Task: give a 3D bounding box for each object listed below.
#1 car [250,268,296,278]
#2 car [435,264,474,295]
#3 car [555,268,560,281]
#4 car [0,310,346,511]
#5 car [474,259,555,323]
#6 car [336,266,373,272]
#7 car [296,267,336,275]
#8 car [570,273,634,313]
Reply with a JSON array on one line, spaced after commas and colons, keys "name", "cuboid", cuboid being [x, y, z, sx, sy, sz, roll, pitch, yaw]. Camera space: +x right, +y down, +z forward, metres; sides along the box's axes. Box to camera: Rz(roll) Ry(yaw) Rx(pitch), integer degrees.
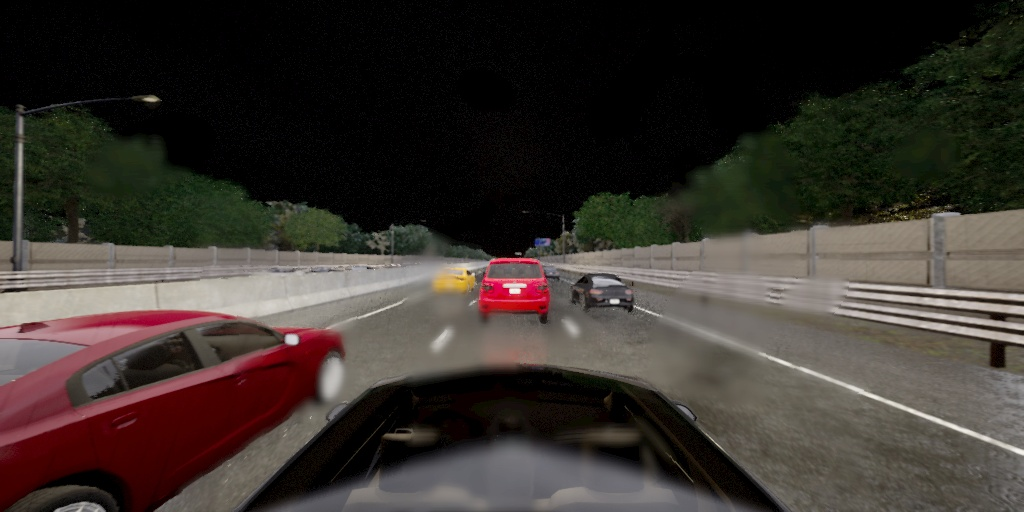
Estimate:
[{"name": "car", "cuboid": [-21.051, 1.736, 32.221, 1.895, 1.301, 4.718, 0, -1, 0]}, {"name": "car", "cuboid": [-3.373, 1.484, 21.929, 1.882, 1.535, 5.008, 0, -1, 0]}, {"name": "car", "cuboid": [3.654, 1.733, 36.155, 2.033, 1.411, 5.357, 0, -1, 0]}, {"name": "car", "cuboid": [-3.400, 1.249, 3.360, 1.882, 1.535, 5.008, 0, -1, 0]}, {"name": "car", "cuboid": [0.096, 1.116, 12.933, 2.150, 2.045, 5.566, 0, 0, 0]}, {"name": "car", "cuboid": [-14.049, 1.673, 33.192, 1.812, 1.442, 4.674, 0, -1, 0]}, {"name": "car", "cuboid": [-17.548, 1.713, 33.284, 1.994, 1.385, 4.181, 0, -1, 0]}, {"name": "car", "cuboid": [3.603, 1.442, 14.836, 1.812, 1.442, 4.674, 0, -1, 0]}]
